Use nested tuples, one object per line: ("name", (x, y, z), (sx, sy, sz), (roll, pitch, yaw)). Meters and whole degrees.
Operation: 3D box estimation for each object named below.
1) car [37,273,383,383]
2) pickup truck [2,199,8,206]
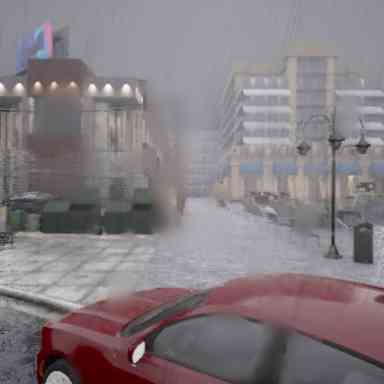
("car", (0.682, 1.478, 2.789), (5.008, 1.535, 1.882), (0, 0, 35))
("pickup truck", (-12.909, 1.002, 27.258), (2.390, 2.098, 6.274), (0, 0, -1))
